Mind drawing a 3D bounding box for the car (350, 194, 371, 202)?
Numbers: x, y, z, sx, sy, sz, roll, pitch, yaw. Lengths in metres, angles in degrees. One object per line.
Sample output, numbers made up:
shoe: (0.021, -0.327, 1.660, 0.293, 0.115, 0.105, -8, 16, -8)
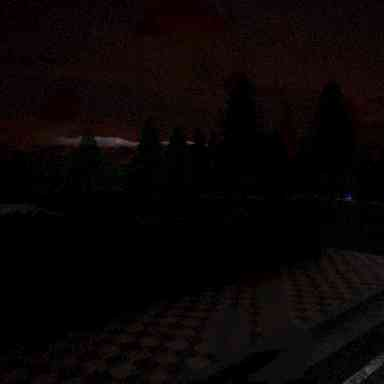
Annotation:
car: (32.666, 1.128, 63.791, 2.128, 1.511, 4.902, 0, 0, 10)

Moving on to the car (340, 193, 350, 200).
car: (34.378, 1.025, 74.007, 1.812, 1.442, 4.674, 0, 0, 10)
